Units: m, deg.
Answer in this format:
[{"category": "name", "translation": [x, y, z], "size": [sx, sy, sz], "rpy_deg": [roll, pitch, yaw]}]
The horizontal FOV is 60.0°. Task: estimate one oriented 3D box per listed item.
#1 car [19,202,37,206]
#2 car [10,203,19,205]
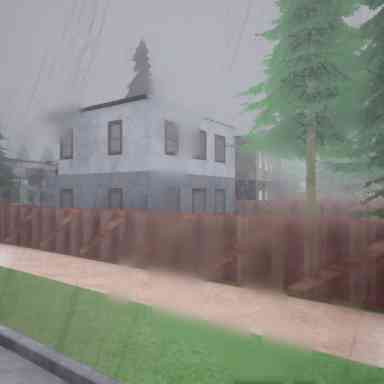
[{"category": "car", "translation": [-15.331, 1.582, 29.327], "size": [1.895, 1.301, 4.718], "rpy_deg": [0, 0, 28]}, {"category": "car", "translation": [-14.778, 1.333, 22.692], "size": [2.097, 1.767, 4.553], "rpy_deg": [0, 0, 31]}]
